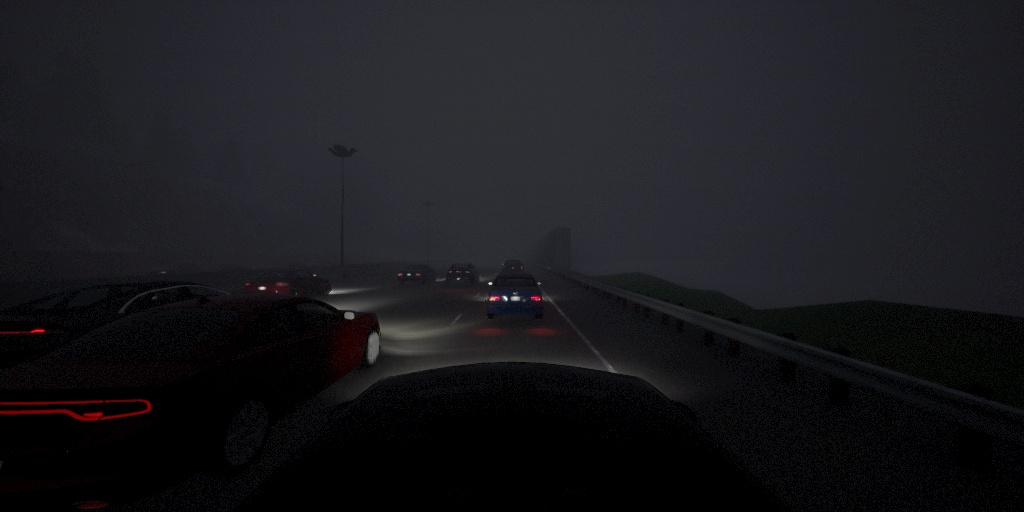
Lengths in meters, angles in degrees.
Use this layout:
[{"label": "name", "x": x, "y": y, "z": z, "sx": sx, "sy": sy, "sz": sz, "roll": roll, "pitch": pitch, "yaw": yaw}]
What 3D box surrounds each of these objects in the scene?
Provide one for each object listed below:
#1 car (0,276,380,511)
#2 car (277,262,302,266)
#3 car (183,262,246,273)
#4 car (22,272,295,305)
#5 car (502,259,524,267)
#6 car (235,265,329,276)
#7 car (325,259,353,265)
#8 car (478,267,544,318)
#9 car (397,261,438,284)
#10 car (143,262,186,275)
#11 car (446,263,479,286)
[{"label": "car", "x": -3.400, "y": 1.228, "z": 4.779, "sx": 1.882, "sy": 1.535, "sz": 5.008, "roll": 0, "pitch": 0, "yaw": 0}, {"label": "car", "x": -24.594, "y": 1.313, "z": 39.577, "sx": 1.994, "sy": 1.385, "sz": 4.181, "roll": 0, "pitch": 0, "yaw": 0}, {"label": "car", "x": -21.100, "y": 1.313, "z": 26.374, "sx": 1.994, "sy": 1.385, "sz": 4.181, "roll": 0, "pitch": 0, "yaw": 0}, {"label": "car", "x": -6.900, "y": 1.241, "z": 7.073, "sx": 2.128, "sy": 1.511, "sz": 4.902, "roll": 0, "pitch": 0, "yaw": 0}, {"label": "car", "x": 0.096, "y": 1.101, "z": 34.187, "sx": 2.097, "sy": 1.767, "sz": 4.553, "roll": 0, "pitch": 0, "yaw": 0}, {"label": "car", "x": -10.402, "y": 1.314, "z": 16.937, "sx": 1.994, "sy": 1.385, "sz": 4.181, "roll": 0, "pitch": 0, "yaw": 0}, {"label": "car", "x": -28.007, "y": 1.227, "z": 58.941, "sx": 1.882, "sy": 1.535, "sz": 5.008, "roll": 0, "pitch": 1, "yaw": 1}, {"label": "car", "x": 0.098, "y": 1.297, "z": 13.019, "sx": 2.033, "sy": 1.411, "sz": 5.357, "roll": 0, "pitch": 0, "yaw": 0}, {"label": "car", "x": -6.903, "y": 1.297, "z": 26.524, "sx": 2.033, "sy": 1.411, "sz": 5.357, "roll": 0, "pitch": 0, "yaw": 0}, {"label": "car", "x": -28.097, "y": 1.275, "z": 30.157, "sx": 1.812, "sy": 1.442, "sz": 4.674, "roll": 0, "pitch": 0, "yaw": 0}, {"label": "car", "x": -3.401, "y": 1.241, "z": 25.147, "sx": 2.128, "sy": 1.511, "sz": 4.902, "roll": 0, "pitch": 0, "yaw": 0}]
